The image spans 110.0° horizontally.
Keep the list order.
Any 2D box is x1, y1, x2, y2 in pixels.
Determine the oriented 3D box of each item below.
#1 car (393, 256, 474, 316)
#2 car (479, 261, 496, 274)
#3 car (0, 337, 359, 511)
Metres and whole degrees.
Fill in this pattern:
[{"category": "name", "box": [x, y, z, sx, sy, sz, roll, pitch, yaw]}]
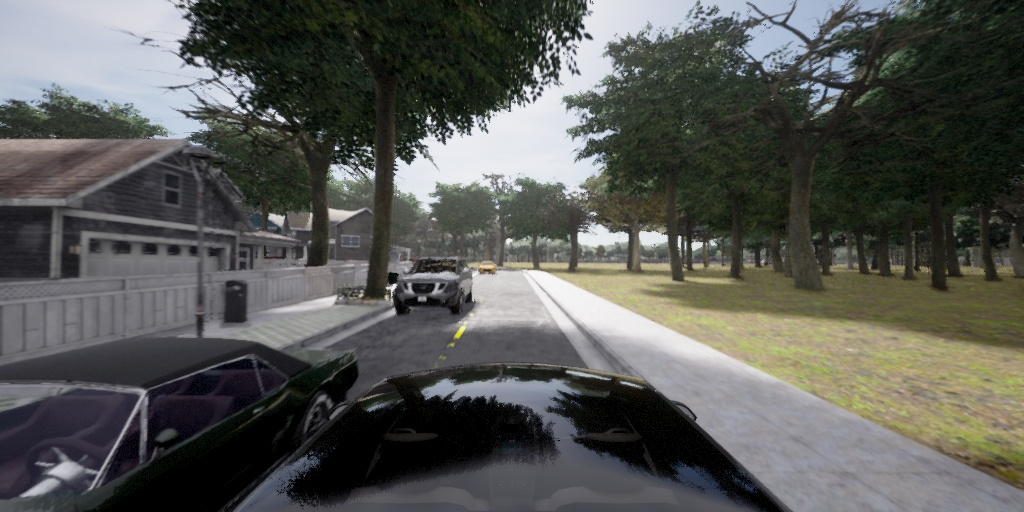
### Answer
[{"category": "car", "box": [-2.806, 1.018, 14.053, 2.150, 2.045, 5.566, 0, 0, 0]}, {"category": "car", "box": [-2.946, 1.393, 43.434, 1.882, 1.535, 5.008, 0, 0, -3]}, {"category": "car", "box": [-2.845, 1.353, 2.243, 1.895, 1.301, 4.718, 0, 0, 0]}]
